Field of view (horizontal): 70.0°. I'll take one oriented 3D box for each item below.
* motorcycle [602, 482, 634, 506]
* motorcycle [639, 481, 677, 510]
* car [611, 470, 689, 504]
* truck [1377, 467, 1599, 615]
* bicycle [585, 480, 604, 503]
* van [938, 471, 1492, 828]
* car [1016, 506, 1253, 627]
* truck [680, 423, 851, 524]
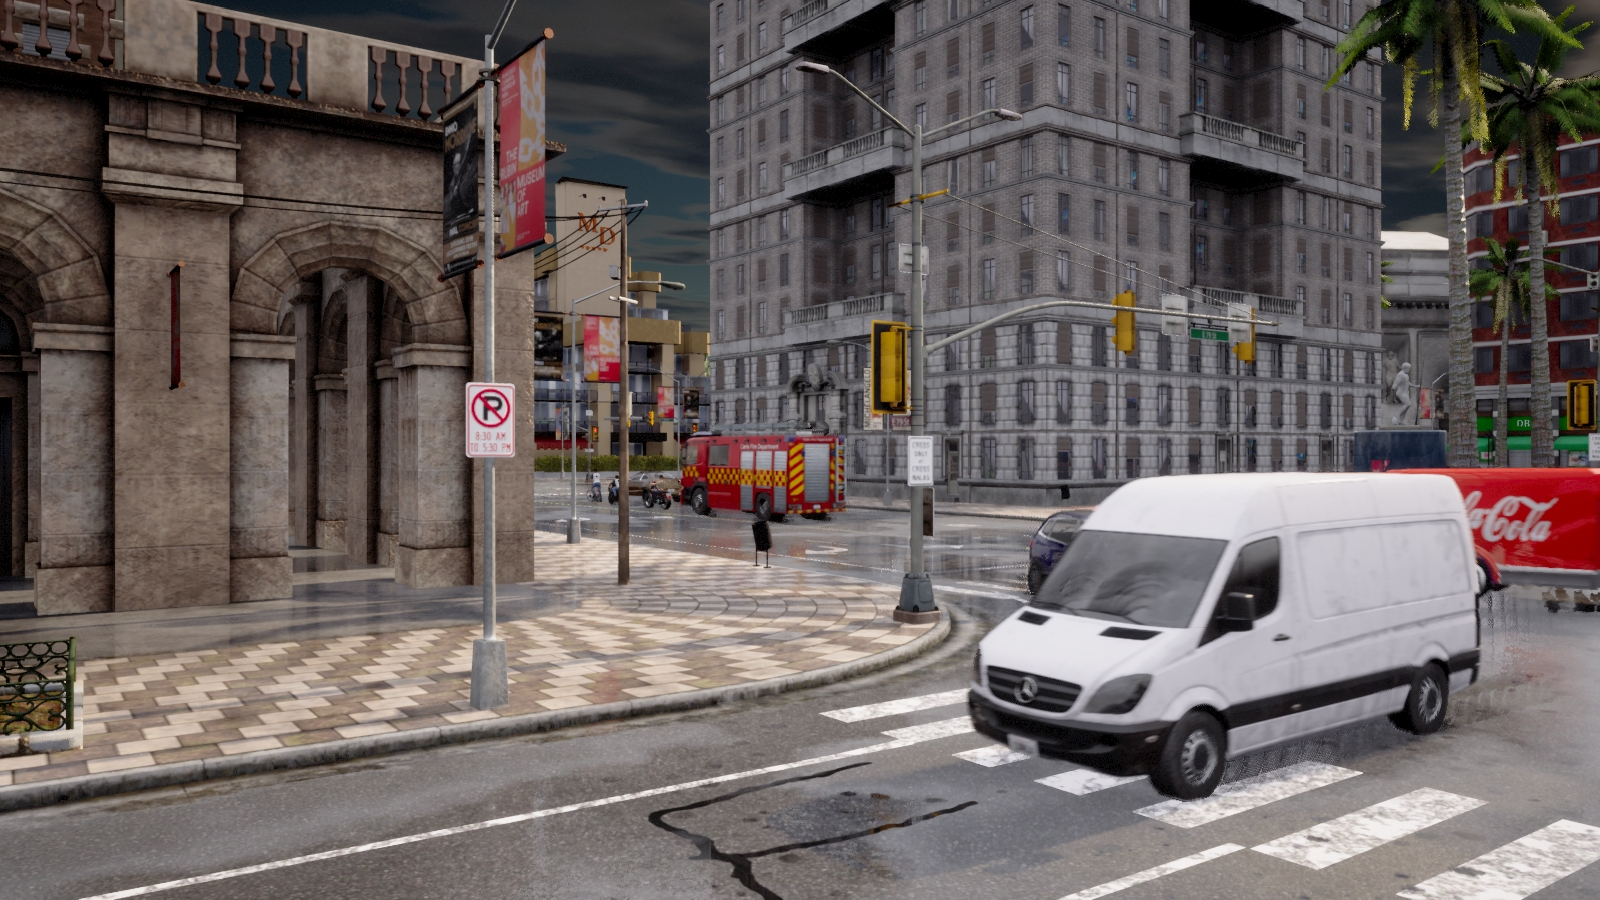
[{"bbox_3d":[-9.213,2.204,57.798,0.803,1.145,2.033,0,0,-36],"label":"motorcycle"},{"bbox_3d":[-6.767,2.160,54.369,0.764,1.277,2.356,0,0,-35],"label":"motorcycle"},{"bbox_3d":[-8.211,1.981,62.259,2.152,1.651,5.027,0,0,-35],"label":"car"},{"bbox_3d":[13.766,1.566,20.887,5.204,2.467,2.627,-1,0,42],"label":"truck"},{"bbox_3d":[-11.030,2.196,61.250,0.373,1.196,1.643,0,0,-35],"label":"bicycle"},{"bbox_3d":[4.218,1.530,11.016,5.915,2.561,1.988,0,0,-35],"label":"van"},{"bbox_3d":[5.776,1.961,20.471,2.242,1.667,4.611,0,0,-10],"label":"car"},{"bbox_3d":[-1.639,0.881,47.547,2.891,3.827,8.468,0,0,-35],"label":"truck"}]
